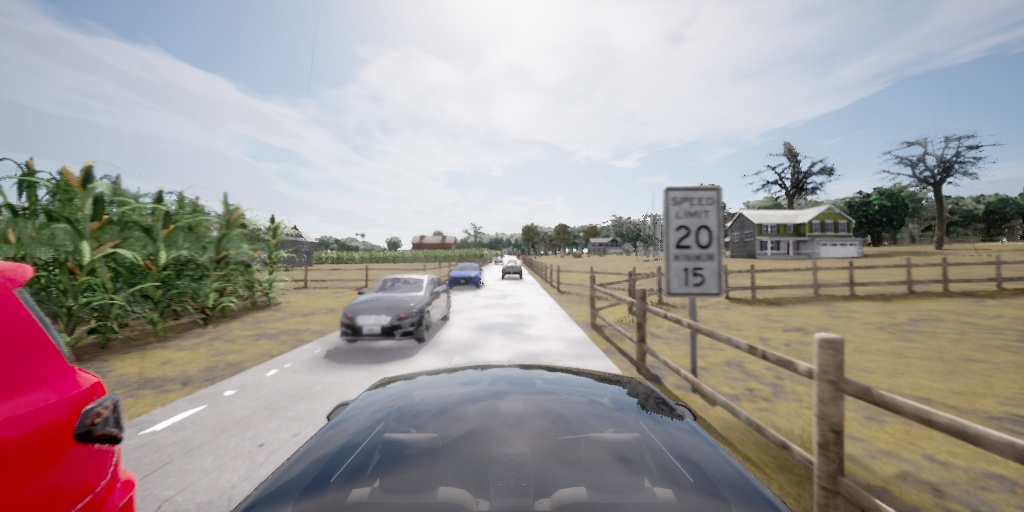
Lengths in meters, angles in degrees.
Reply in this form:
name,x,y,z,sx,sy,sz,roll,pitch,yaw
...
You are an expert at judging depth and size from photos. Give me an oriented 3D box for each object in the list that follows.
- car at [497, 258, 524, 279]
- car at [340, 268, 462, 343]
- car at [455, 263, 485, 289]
name,x,y,z,sx,sy,sz,roll,pitch,yaw
car,0.015,1.200,32.659,2.128,1.511,4.902,0,0,0
car,-2.850,1.239,9.748,2.128,1.511,4.902,0,0,0
car,-2.833,1.208,23.154,1.882,1.535,5.008,0,0,0
